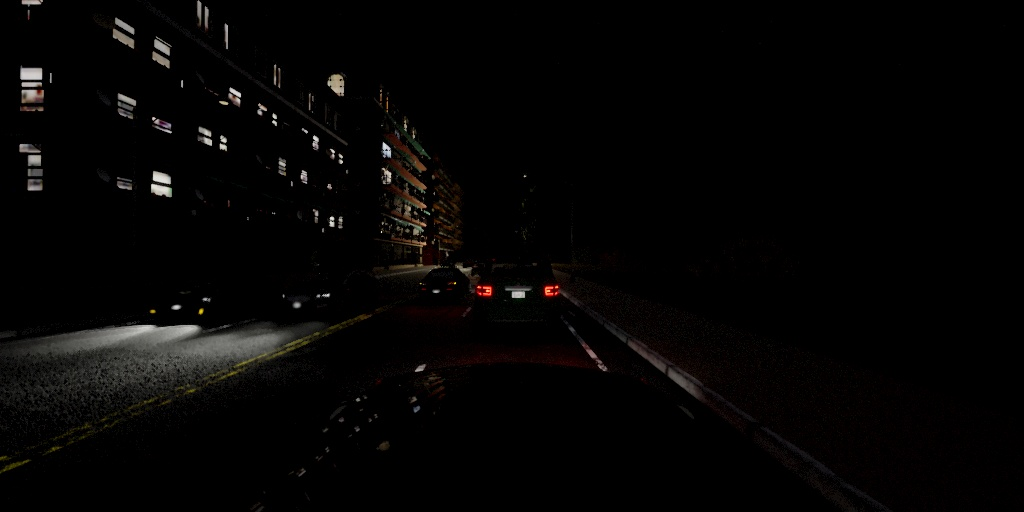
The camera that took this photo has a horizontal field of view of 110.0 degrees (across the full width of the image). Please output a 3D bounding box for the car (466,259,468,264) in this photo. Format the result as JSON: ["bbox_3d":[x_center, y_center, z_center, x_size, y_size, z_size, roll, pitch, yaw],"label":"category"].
[{"bbox_3d":[-3.127,1.247,37.365,2.128,1.511,4.902,0,0,0],"label":"car"}]

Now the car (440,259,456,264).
[{"bbox_3d":[-9.807,1.258,54.941,1.837,1.490,4.892,0,0,0],"label":"car"}]

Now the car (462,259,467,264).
[{"bbox_3d":[-6.556,1.230,55.478,1.882,1.535,5.008,0,0,0],"label":"car"}]

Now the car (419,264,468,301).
[{"bbox_3d":[-3.143,1.278,17.172,1.812,1.442,4.674,0,0,0],"label":"car"}]

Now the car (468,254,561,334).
[{"bbox_3d":[0.108,0.973,10.814,2.150,2.045,5.566,0,0,-1],"label":"car"}]

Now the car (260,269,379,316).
[{"bbox_3d":[-6.593,1.243,13.440,2.128,1.511,4.902,0,0,0],"label":"car"}]

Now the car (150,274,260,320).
[{"bbox_3d":[-9.844,1.316,12.509,1.994,1.385,4.181,0,0,0],"label":"car"}]
